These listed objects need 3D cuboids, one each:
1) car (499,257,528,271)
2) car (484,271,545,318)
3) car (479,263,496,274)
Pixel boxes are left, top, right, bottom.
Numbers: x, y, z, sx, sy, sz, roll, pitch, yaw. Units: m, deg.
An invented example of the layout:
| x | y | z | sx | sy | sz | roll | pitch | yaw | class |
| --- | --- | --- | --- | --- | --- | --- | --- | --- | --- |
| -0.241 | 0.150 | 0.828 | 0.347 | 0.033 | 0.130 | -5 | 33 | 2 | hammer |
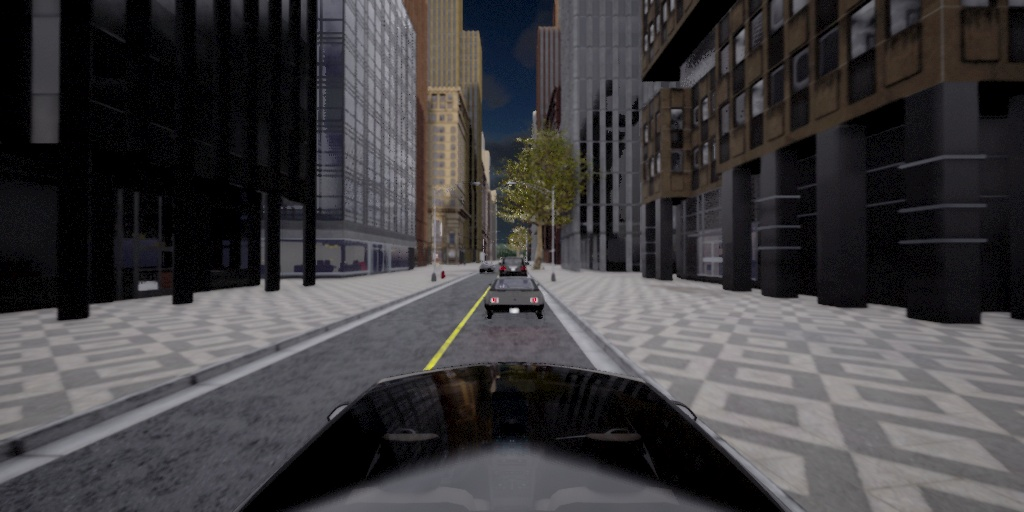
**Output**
| x | y | z | sx | sy | sz | roll | pitch | yaw | class |
| --- | --- | --- | --- | --- | --- | --- | --- | --- | --- |
| 0.100 | 1.104 | 29.001 | 2.150 | 2.045 | 5.566 | 0 | 0 | 0 | car |
| 0.087 | 1.400 | 13.198 | 1.895 | 1.301 | 4.718 | 0 | 0 | 0 | car |
| -3.067 | 1.585 | 44.731 | 1.895 | 1.301 | 4.718 | 0 | 0 | 0 | car |
